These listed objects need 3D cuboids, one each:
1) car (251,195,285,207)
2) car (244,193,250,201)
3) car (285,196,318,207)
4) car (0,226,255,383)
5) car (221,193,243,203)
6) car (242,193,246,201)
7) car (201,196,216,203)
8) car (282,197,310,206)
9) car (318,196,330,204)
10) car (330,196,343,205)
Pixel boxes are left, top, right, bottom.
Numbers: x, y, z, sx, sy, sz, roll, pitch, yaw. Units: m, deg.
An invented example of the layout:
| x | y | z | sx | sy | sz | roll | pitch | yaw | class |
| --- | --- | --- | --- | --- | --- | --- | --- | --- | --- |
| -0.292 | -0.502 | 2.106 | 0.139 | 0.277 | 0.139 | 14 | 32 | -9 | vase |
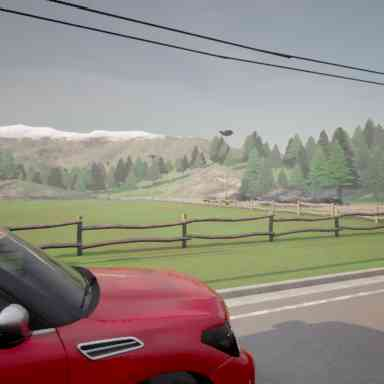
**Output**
| x | y | z | sx | sy | sz | roll | pitch | yaw | class |
| --- | --- | --- | --- | --- | --- | --- | --- | --- | --- |
| 11.780 | 1.352 | 51.721 | 2.097 | 1.767 | 4.553 | 0 | 0 | -23 | car |
| 10.842 | 1.224 | 79.440 | 2.150 | 2.045 | 5.566 | 0 | 0 | -24 | car |
| 16.023 | 1.545 | 50.802 | 2.033 | 1.411 | 5.357 | 0 | 0 | -24 | car |
| -2.223 | 1.222 | 2.583 | 5.566 | 2.045 | 2.150 | 0 | 0 | -24 | car |
| 7.808 | 1.547 | 69.190 | 2.033 | 1.411 | 5.357 | 0 | 0 | -24 | car |
| 9.223 | 1.523 | 74.467 | 2.128 | 1.511 | 4.902 | 0 | 0 | -24 | car |
| 3.483 | 1.562 | 70.308 | 1.994 | 1.385 | 4.181 | 0 | 0 | -24 | car |
| 17.492 | 1.524 | 56.112 | 1.812 | 1.442 | 4.674 | 0 | 0 | -24 | car |
| 20.696 | 1.489 | 57.522 | 2.128 | 1.511 | 4.902 | 0 | 0 | -24 | car |
| 24.054 | 1.476 | 58.584 | 1.882 | 1.535 | 5.008 | 0 | 0 | -24 | car |
